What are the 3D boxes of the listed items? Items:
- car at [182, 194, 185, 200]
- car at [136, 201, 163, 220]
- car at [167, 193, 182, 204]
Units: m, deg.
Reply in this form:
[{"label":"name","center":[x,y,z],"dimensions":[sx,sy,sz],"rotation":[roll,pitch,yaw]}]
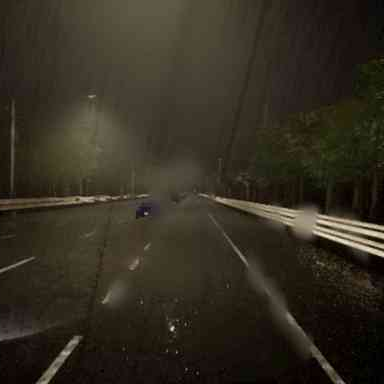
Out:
[{"label":"car","center":[-3.519,1.506,89.469],"dimensions":[1.882,1.535,5.008],"rotation":[1,0,0]},{"label":"car","center":[-3.494,1.484,27.781],"dimensions":[1.812,1.442,4.674],"rotation":[1,0,0]},{"label":"car","center":[-3.505,1.224,63.824],"dimensions":[2.150,2.045,5.566],"rotation":[1,0,0]}]
